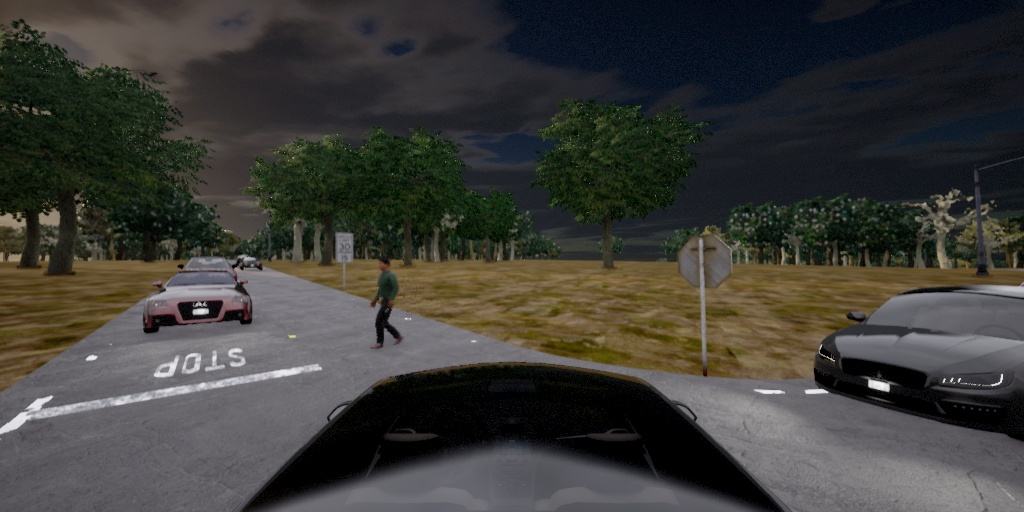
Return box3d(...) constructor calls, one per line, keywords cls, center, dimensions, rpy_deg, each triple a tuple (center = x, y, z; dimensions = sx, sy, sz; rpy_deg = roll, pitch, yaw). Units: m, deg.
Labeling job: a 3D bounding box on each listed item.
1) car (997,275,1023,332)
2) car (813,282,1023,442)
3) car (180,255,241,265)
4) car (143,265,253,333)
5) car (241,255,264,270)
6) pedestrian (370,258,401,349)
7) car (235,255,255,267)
box3d(cls="car", center=(15.118, 1.229, 9.681), dimensions=(4.718, 1.301, 1.895), rpy_deg=(0, -2, -31))
box3d(cls="car", center=(6.463, 1.205, 5.015), dimensions=(4.892, 1.490, 1.837), rpy_deg=(-1, -2, -22))
box3d(cls="car", center=(-14.732, 0.789, 17.413), dimensions=(2.097, 1.767, 4.553), rpy_deg=(1, 0, -40))
box3d(cls="car", center=(-8.435, 1.087, 9.802), dimensions=(1.994, 1.385, 4.181), rpy_deg=(1, 0, -40))
box3d(cls="car", center=(-28.353, 0.777, 38.892), dimensions=(1.812, 1.442, 4.674), rpy_deg=(1, 0, -40))
box3d(cls="pedestrian", center=(-2.546, 0.894, 7.185), dimensions=(0.375, 1.860, 0.375), rpy_deg=(4, -5, -39))
box3d(cls="car", center=(-35.134, 0.629, 47.088), dimensions=(1.882, 1.535, 5.008), rpy_deg=(1, 0, -40))
